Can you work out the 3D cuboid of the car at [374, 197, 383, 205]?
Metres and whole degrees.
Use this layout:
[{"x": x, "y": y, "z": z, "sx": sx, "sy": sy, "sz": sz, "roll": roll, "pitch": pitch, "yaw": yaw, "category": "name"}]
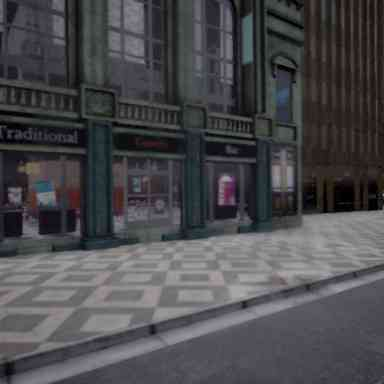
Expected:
[{"x": 34.076, "y": 1.565, "z": 56.848, "sx": 1.752, "sy": 1.417, "sz": 4.829, "roll": -1, "pitch": 1, "yaw": -36, "category": "car"}]
